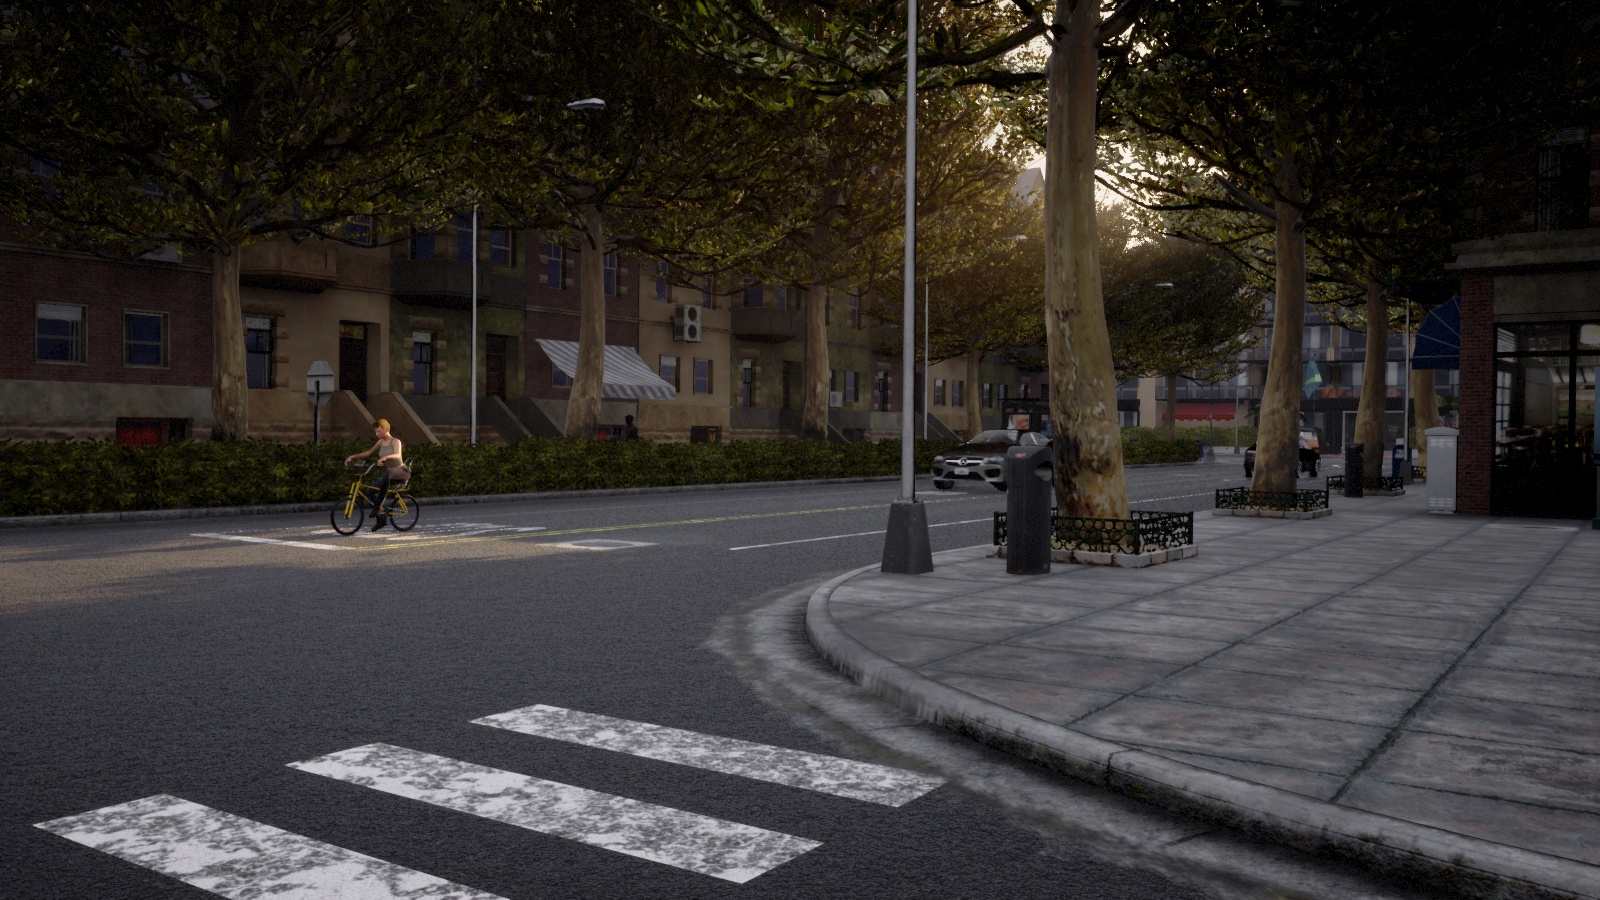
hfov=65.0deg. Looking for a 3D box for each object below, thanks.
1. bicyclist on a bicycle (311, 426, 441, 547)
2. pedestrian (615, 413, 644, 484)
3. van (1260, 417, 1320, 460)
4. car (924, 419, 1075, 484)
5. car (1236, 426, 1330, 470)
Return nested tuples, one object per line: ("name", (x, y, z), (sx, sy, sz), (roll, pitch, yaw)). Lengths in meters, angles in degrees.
("bicyclist on a bicycle", (-5.954, 0.480, 17.696), (0.866, 1.612, 1.509), (0, 1, 34))
("pedestrian", (-4.663, -0.039, 34.367), (0.395, 1.930, 0.692), (0, 1, 34))
("van", (23.918, -0.569, 61.242), (1.775, 1.987, 4.442), (0, 1, 34))
("car", (5.564, -0.011, 34.484), (2.152, 1.651, 5.027), (0, 1, 34))
("car", (17.764, -0.102, 46.083), (2.128, 1.511, 4.902), (0, 1, 34))
